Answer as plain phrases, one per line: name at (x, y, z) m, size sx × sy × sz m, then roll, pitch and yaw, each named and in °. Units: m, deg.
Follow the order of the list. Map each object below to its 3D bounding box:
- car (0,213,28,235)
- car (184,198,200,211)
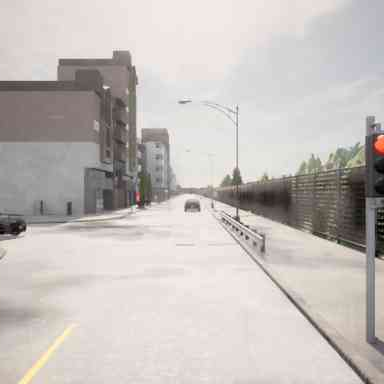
car at (-10.831, 1.477, 16.718) m, size 5.008 × 1.535 × 1.882 m, roll 0°, pitch 0°, yaw 10°
car at (0.044, 1.525, 41.264) m, size 1.812 × 1.442 × 4.674 m, roll 0°, pitch 0°, yaw 0°
